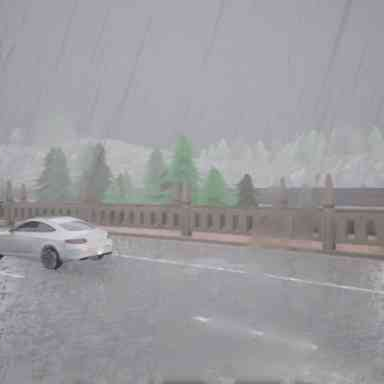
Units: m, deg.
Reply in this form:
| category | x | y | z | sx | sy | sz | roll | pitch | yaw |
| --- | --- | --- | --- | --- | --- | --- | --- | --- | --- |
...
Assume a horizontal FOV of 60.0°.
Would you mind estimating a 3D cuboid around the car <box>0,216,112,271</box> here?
| category | x | y | z | sx | sy | sz | roll | pitch | yaw |
| --- | --- | --- | --- | --- | --- | --- | --- | --- | --- |
| car | -4.671 | 1.507 | 10.802 | 4.674 | 1.442 | 1.812 | 0 | 0 | 30 |
